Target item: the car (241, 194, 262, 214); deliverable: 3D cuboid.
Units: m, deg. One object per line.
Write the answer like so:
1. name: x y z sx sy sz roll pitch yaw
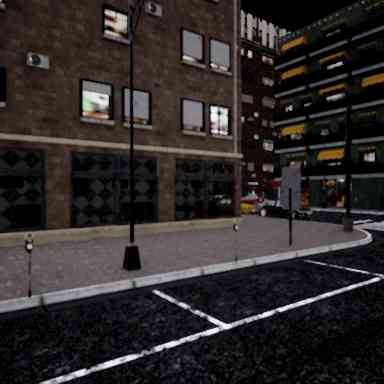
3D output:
1. car: 3.587 1.142 28.875 1.752 1.417 4.829 1 0 -36

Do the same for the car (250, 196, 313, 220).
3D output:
1. car: 6.755 1.243 24.505 2.008 1.369 4.403 1 0 -36

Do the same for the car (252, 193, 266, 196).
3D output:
1. car: 7.025 0.944 38.412 1.967 1.590 4.097 1 0 -36
